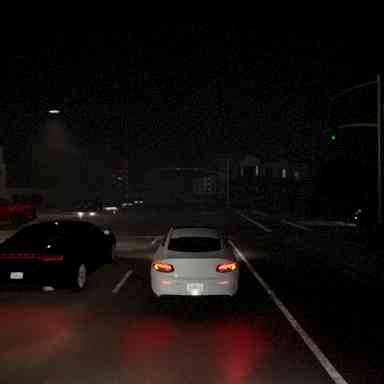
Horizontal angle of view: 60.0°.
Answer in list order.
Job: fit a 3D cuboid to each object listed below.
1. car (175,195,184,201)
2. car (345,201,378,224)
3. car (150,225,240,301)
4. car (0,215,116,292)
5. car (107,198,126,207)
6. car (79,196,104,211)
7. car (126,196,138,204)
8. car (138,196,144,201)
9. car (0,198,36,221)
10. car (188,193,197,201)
[{"bbox_3d":[-3.478,1.716,89.317,2.128,1.511,4.902,0,-1,0],"label":"car"},{"bbox_3d":[14.255,1.491,25.542,4.553,1.767,2.097,0,-1,0],"label":"car"},{"bbox_3d":[0.069,1.540,8.224,1.812,1.442,4.674,0,0,0],"label":"car"},{"bbox_3d":[-3.427,1.498,9.011,1.882,1.535,5.008,0,0,0],"label":"car"},{"bbox_3d":[-14.050,1.911,60.133,2.128,1.511,4.902,0,0,0],"label":"car"},{"bbox_3d":[-14.085,1.607,46.907,2.150,2.045,5.566,0,-1,0],"label":"car"},{"bbox_3d":[-13.982,1.805,73.569,2.033,1.411,5.357,0,1,0],"label":"car"},{"bbox_3d":[-13.978,1.789,88.901,1.895,1.301,4.718,0,0,0],"label":"car"},{"bbox_3d":[-14.131,1.359,23.668,5.566,2.045,2.150,0,0,-19],"label":"car"},{"bbox_3d":[0.022,1.417,89.352,2.150,2.045,5.566,0,-1,0],"label":"car"}]
